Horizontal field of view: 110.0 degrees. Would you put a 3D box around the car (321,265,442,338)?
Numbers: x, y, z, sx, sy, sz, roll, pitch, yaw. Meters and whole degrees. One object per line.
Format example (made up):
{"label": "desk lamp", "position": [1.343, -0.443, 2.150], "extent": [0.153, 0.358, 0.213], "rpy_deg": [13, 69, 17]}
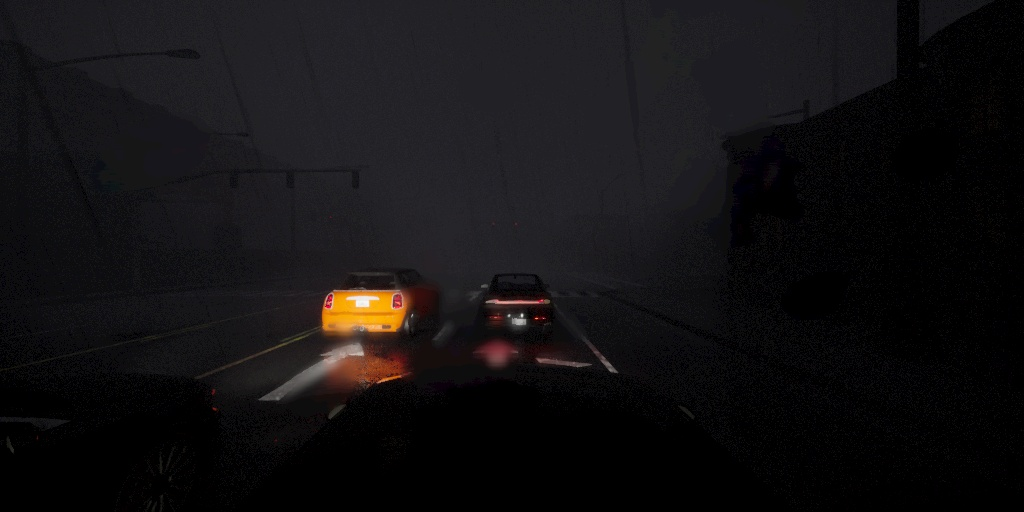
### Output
{"label": "car", "position": [-3.405, 1.102, 10.286], "extent": [2.097, 1.767, 4.553], "rpy_deg": [0, 0, 0]}

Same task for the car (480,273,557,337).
{"label": "car", "position": [0.104, 1.242, 10.332], "extent": [2.128, 1.511, 4.902], "rpy_deg": [0, 0, -1]}

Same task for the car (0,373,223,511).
{"label": "car", "position": [-3.399, 1.242, 1.079], "extent": [2.128, 1.511, 4.902], "rpy_deg": [0, 0, 0]}
